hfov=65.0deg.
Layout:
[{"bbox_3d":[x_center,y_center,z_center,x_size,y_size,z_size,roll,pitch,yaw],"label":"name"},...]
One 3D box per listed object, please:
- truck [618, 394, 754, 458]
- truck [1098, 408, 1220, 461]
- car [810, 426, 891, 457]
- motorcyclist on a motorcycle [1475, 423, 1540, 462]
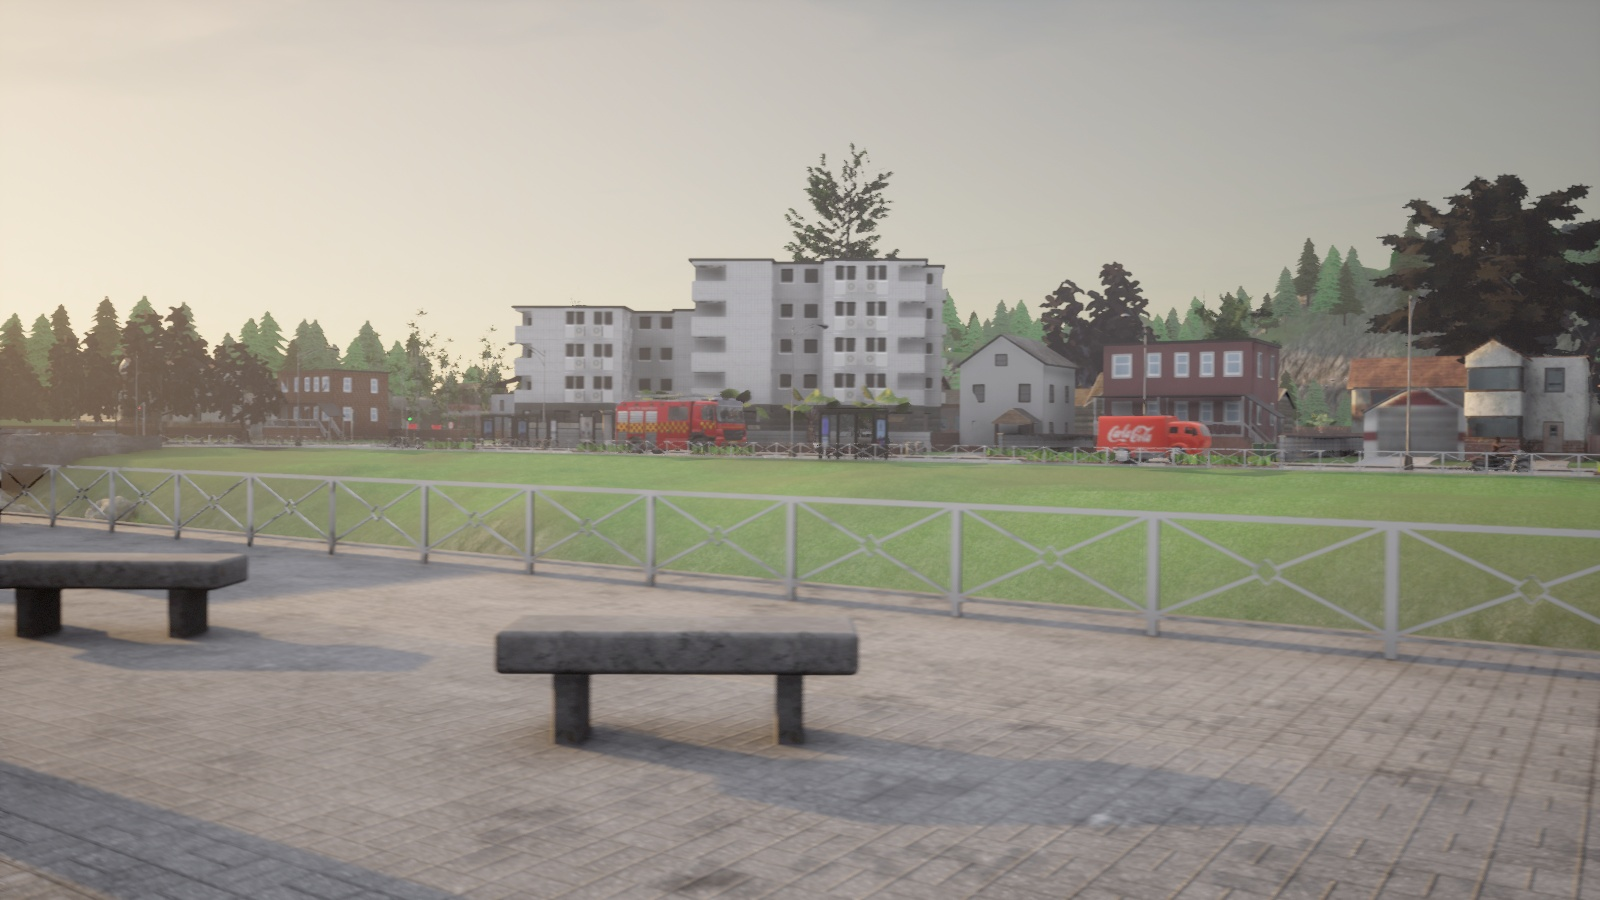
[{"bbox_3d":[-7.153,-1.437,78.223,8.468,3.827,2.891,0,1,34],"label":"truck"},{"bbox_3d":[17.623,-0.758,61.769,5.204,2.467,2.627,0,1,34],"label":"truck"},{"bbox_3d":[3.045,-0.521,76.266,4.605,1.855,1.932,0,1,34],"label":"car"},{"bbox_3d":[30.120,-0.321,53.471,2.350,1.649,0.766,0,1,34],"label":"motorcyclist on a motorcycle"}]
